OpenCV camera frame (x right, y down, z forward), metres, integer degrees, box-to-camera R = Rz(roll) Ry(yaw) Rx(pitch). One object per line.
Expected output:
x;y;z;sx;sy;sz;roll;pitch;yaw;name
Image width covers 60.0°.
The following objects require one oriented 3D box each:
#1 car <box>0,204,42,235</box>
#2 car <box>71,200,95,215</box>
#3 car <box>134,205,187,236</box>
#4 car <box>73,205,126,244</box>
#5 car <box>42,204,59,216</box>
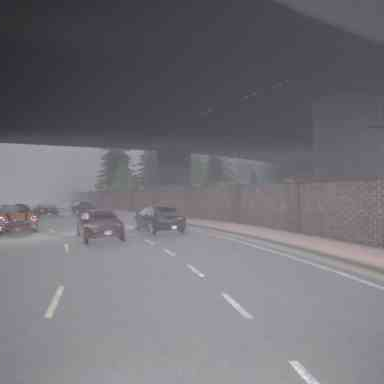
-10.688;1.523;20.257;2.097;1.767;4.553;-1;0;-30;car
-11.266;1.651;34.606;1.837;1.490;4.892;-1;0;-32;car
-1.907;1.498;18.735;1.837;1.490;4.892;-1;1;-25;car
-4.522;1.578;16.305;1.812;1.442;4.674;-1;0;-24;car
-14.903;1.826;33.852;1.895;1.301;4.718;-1;0;-32;car
